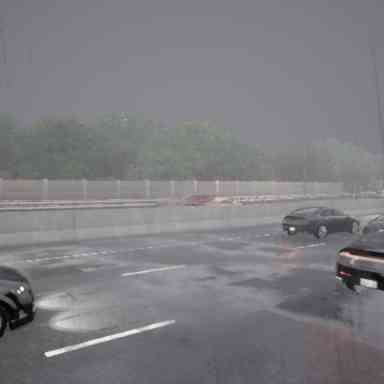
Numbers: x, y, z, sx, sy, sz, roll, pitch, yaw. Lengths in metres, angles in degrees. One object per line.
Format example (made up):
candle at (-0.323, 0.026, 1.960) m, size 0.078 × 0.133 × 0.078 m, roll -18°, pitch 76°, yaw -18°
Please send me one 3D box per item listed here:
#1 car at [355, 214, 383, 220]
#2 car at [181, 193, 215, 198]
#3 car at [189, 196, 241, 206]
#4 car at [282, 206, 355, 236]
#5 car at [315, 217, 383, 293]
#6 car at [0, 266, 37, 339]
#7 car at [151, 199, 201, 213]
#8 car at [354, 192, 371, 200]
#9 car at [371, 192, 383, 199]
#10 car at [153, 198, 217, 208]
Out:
car at (9.437, 1.542, 14.745) m, size 4.181 × 1.385 × 1.994 m, roll 0°, pitch 0°, yaw -35°
car at (0.094, 1.174, 34.103) m, size 5.566 × 2.045 × 2.150 m, roll -1°, pitch 0°, yaw -35°
car at (2.490, 1.427, 31.510) m, size 5.008 × 1.535 × 1.882 m, roll -1°, pitch 0°, yaw -35°
car at (6.714, 1.487, 17.104) m, size 4.892 × 1.490 × 1.837 m, roll 0°, pitch 0°, yaw -35°
car at (5.281, 1.491, 7.628) m, size 4.902 × 1.511 × 2.128 m, roll 0°, pitch 0°, yaw -35°
car at (-4.563, 1.563, 4.789) m, size 4.181 × 1.385 × 1.994 m, roll 0°, pitch 0°, yaw -36°
car at (-1.749, 1.498, 37.088) m, size 5.357 × 1.411 × 2.033 m, roll -1°, pitch 0°, yaw -35°
car at (31.706, 0.755, 60.426) m, size 5.357 × 1.411 × 2.033 m, roll -1°, pitch 1°, yaw -35°
car at (33.560, 0.730, 57.458) m, size 4.892 × 1.490 × 1.837 m, roll -2°, pitch 1°, yaw -35°
car at (-0.878, 1.479, 24.835) m, size 4.902 × 1.511 × 2.128 m, roll 0°, pitch 0°, yaw -35°
